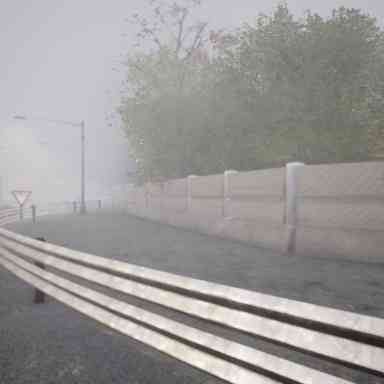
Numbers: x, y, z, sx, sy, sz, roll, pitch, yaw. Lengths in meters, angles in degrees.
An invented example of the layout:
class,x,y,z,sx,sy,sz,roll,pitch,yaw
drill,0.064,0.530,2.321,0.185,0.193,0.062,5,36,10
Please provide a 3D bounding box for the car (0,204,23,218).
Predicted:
class,x,y,z,sx,sy,sz,roll,pitch,yaw
car,-17.426,1.796,31.060,1.994,1.385,4.181,0,0,-5

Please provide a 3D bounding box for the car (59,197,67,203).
class,x,y,z,sx,sy,sz,roll,pitch,yaw
car,-32.069,1.919,82.740,2.033,1.411,5.357,0,0,-23

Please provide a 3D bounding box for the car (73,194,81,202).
class,x,y,z,sx,sy,sz,roll,pitch,yaw
car,-28.793,1.600,83.969,2.150,2.045,5.566,0,0,-23

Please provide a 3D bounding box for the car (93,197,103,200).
class,x,y,z,sx,sy,sz,roll,pitch,yaw
car,-23.843,1.953,84.203,1.895,1.301,4.718,0,0,-7
